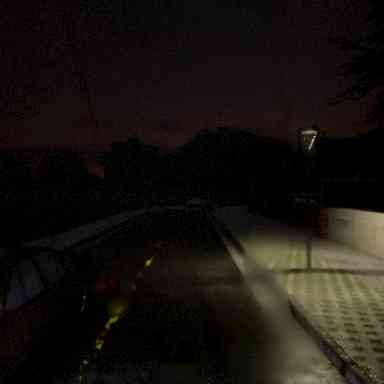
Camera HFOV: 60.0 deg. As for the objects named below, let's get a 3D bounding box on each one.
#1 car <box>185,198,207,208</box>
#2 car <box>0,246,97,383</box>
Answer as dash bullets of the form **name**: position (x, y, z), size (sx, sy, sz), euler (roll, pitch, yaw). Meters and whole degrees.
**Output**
- **car**: position (0.695, 1.546, 47.787), size (1.812, 1.442, 4.674), euler (0, -1, 25)
- **car**: position (-2.852, 1.543, 4.568), size (2.033, 1.411, 5.357), euler (0, 0, 0)
